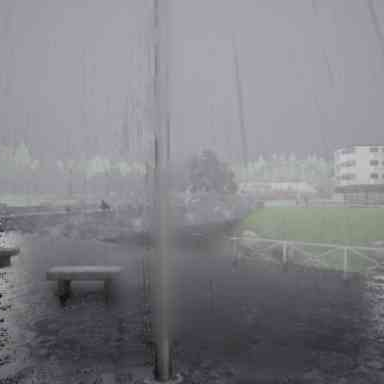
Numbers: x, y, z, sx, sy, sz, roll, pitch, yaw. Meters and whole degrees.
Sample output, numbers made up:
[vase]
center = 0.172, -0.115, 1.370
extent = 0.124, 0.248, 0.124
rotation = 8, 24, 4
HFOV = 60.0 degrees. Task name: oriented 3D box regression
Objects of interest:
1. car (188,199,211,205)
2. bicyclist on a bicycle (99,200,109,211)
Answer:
[car]
center = 1.194, 1.762, 49.300
extent = 1.994, 1.385, 4.181
rotation = -1, 0, 36
[bicyclist on a bicycle]
center = -7.798, 1.517, 29.493
extent = 1.656, 1.620, 0.582
rotation = -1, -1, 36
